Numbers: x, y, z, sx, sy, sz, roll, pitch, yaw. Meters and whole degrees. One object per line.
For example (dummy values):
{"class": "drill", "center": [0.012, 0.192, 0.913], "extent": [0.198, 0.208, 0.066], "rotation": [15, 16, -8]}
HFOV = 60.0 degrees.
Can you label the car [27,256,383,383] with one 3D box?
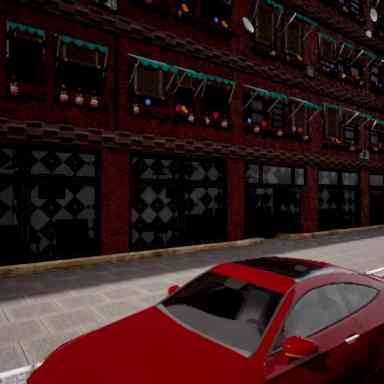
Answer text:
{"class": "car", "center": [0.755, 1.526, 3.618], "extent": [4.674, 1.442, 1.812], "rotation": [0, 0, -36]}
